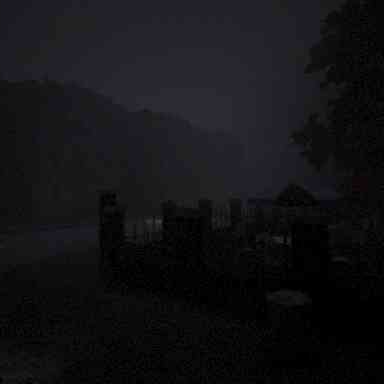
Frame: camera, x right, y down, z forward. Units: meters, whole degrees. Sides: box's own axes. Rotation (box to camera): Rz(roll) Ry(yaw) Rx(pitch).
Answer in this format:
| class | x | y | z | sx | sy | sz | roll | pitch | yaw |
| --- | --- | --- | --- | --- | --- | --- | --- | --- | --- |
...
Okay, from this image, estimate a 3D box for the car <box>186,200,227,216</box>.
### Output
| class | x | y | z | sx | sy | sz | roll | pitch | yaw |
| --- | --- | --- | --- | --- | --- | --- | --- | --- | --- |
| car | 1.306 | 1.478 | 30.070 | 1.882 | 1.535 | 5.008 | 0 | 0 | 36 |
